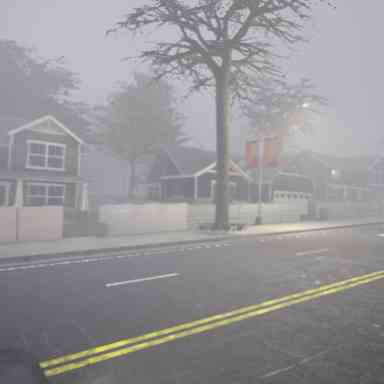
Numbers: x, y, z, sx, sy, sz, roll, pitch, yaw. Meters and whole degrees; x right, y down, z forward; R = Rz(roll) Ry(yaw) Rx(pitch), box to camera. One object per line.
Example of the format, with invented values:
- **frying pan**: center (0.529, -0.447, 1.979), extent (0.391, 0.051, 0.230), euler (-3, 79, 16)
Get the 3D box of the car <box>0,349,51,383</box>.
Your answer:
- **car**: center (-3.217, 1.530, 1.142), extent (5.357, 1.411, 2.033), euler (1, 0, -36)
